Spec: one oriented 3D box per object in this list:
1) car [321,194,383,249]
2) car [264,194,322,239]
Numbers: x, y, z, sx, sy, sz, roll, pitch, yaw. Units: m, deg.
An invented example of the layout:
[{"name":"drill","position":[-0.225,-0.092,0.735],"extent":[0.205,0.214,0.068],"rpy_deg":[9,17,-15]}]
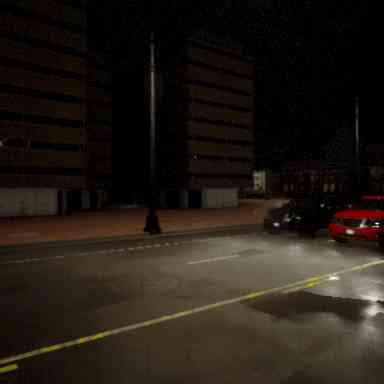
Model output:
[{"name":"car","position":[8.213,1.127,14.151],"extent":[5.566,2.045,2.150],"rpy_deg":[0,0,-35]},{"name":"car","position":[6.156,1.127,16.983],"extent":[5.566,2.045,2.150],"rpy_deg":[0,0,-35]}]
